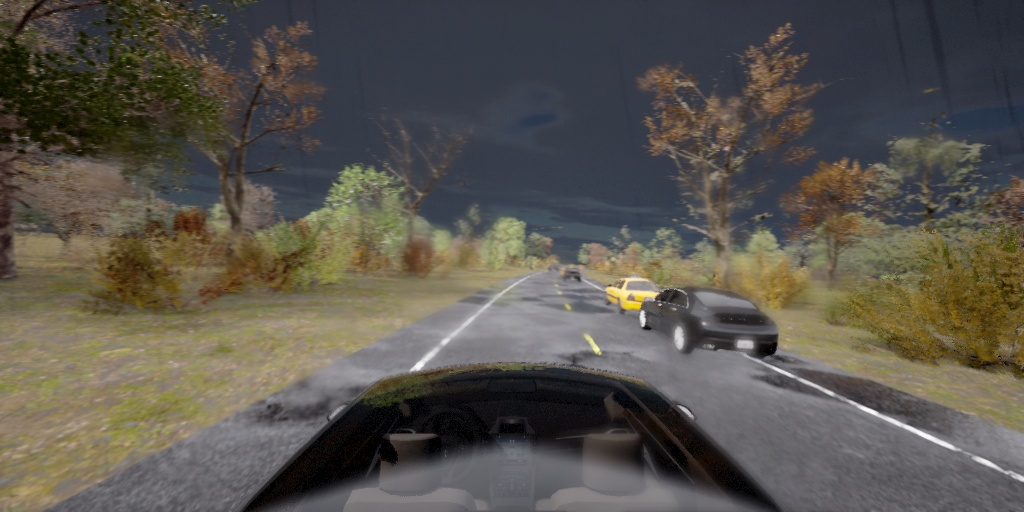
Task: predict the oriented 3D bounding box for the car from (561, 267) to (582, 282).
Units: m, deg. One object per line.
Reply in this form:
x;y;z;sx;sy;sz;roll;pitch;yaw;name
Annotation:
6.653;2.082;39.864;1.837;1.490;4.892;3;-1;7;car

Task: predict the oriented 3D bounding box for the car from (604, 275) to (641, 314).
5.318;1.621;15.783;1.801;1.575;5.366;3;-1;4;car

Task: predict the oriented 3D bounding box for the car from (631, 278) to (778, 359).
4.868;1.574;9.636;1.837;1.490;4.892;3;-1;4;car

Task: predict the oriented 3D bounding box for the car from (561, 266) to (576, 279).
7.976;2.299;51.079;1.882;1.535;5.008;3;-1;8;car
